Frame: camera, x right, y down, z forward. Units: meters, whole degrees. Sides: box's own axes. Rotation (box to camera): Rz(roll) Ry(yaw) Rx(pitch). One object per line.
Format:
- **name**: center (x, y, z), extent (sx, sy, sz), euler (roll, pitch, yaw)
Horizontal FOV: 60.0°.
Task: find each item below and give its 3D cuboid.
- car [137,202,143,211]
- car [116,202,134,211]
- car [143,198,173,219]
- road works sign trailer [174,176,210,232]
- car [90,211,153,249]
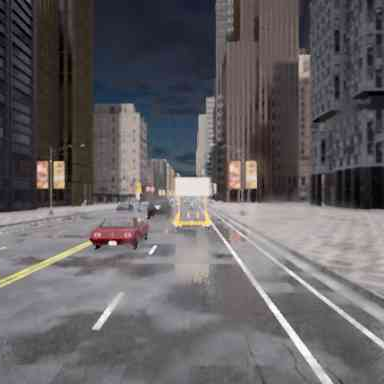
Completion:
- **car**: center (-6.571, 2.112, 46.929), extent (1.812, 1.442, 4.674), euler (0, -1, 0)
- **car**: center (-9.816, 2.180, 48.904), extent (1.994, 1.385, 4.181), euler (0, -1, 0)
- **car**: center (-3.144, 1.619, 33.291), extent (2.150, 2.045, 5.566), euler (0, -1, 0)
- **road works sign trailer**: center (0.013, 0.720, 22.069), extent (2.380, 3.560, 2.880), euler (0, -1, 1)
- **car**: center (-3.147, 1.777, 15.459), extent (1.895, 1.301, 4.718), euler (0, -1, 0)
